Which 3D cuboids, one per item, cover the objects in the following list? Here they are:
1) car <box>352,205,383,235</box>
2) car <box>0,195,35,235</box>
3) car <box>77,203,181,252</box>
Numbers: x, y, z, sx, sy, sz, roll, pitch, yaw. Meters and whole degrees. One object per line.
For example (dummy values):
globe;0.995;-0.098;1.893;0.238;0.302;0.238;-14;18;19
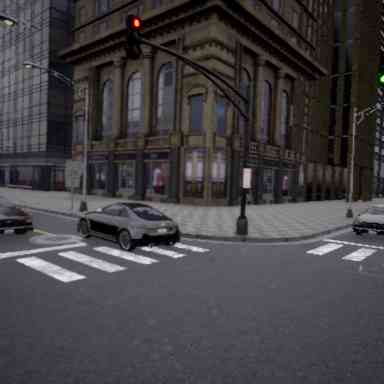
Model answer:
car;9.565;1.358;16.458;2.033;1.411;5.357;4;2;40
car;-8.009;0.773;12.667;5.357;1.411;2.033;4;2;40
car;-2.315;1.055;11.702;1.994;1.385;4.181;1;2;-44
